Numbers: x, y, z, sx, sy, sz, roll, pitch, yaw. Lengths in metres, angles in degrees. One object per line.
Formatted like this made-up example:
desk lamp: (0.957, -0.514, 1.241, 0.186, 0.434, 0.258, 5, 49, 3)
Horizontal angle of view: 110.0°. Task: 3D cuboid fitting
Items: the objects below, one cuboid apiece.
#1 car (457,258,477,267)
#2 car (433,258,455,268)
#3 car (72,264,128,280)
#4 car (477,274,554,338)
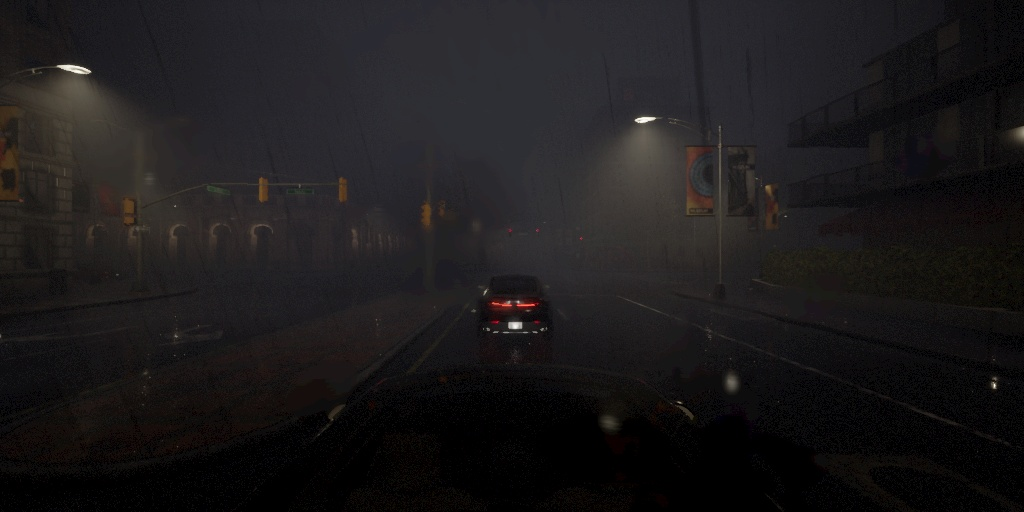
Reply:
car: (-7.993, 1.242, 64.437, 2.128, 1.511, 4.902, 0, 0, 0)
car: (-11.512, 1.102, 60.890, 2.097, 1.767, 4.553, 0, 0, 0)
car: (-33.475, 1.314, 28.596, 4.181, 1.385, 1.994, 0, 0, 0)
car: (0.081, 1.255, 10.180, 1.837, 1.490, 4.892, 0, 0, 0)
